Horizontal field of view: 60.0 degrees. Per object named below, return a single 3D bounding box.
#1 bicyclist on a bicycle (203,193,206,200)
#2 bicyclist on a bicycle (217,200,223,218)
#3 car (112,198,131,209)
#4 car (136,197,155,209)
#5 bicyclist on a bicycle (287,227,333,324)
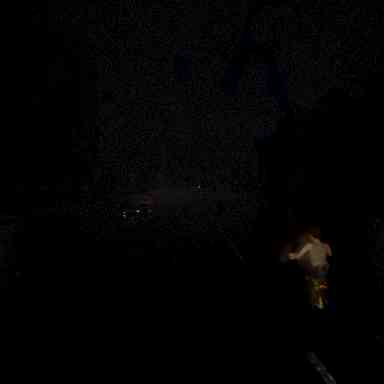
[{"bbox_3d":[2.794,1.133,76.040,0.659,1.776,1.843,0,2,0],"label":"bicyclist on a bicycle"},{"bbox_3d":[2.452,1.498,28.653,0.582,1.620,1.656,0,0,0],"label":"bicyclist on a bicycle"},{"bbox_3d":[-9.479,1.526,45.025,1.812,1.442,4.674,0,0,1],"label":"car"},{"bbox_3d":[-6.230,1.479,44.895,1.882,1.535,5.008,0,0,1],"label":"car"},{"bbox_3d":[2.274,1.460,6.229,0.866,1.612,1.509,0,0,0],"label":"bicyclist on a bicycle"}]
